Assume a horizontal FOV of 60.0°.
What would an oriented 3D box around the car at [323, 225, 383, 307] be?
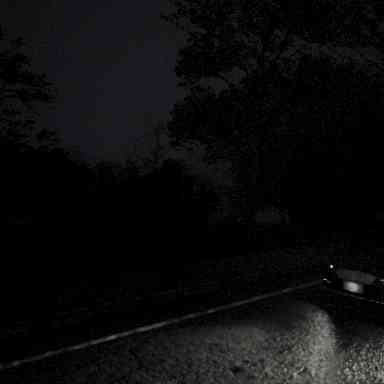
[{"bbox_3d":[4.964,1.500,7.600,4.902,1.511,2.128,0,0,-36],"label":"car"}]
